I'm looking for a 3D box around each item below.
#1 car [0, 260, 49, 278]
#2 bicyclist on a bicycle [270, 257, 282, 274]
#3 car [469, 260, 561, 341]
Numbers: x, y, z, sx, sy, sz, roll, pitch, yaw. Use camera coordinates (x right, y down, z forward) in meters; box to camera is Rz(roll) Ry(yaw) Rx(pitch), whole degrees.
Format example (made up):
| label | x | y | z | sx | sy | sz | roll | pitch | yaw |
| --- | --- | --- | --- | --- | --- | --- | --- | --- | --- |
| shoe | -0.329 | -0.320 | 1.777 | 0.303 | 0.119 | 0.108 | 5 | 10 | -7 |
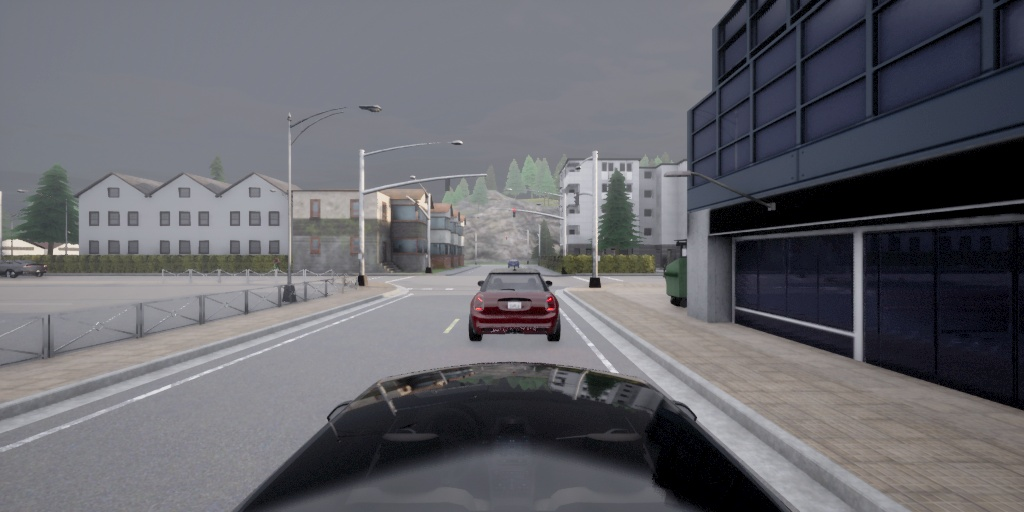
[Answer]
| label | x | y | z | sx | sy | sz | roll | pitch | yaw |
| --- | --- | --- | --- | --- | --- | --- | --- | --- | --- |
| car | -42.115 | 1.065 | 30.065 | 4.902 | 1.511 | 2.128 | 0 | 0 | 0 |
| bicyclist on a bicycle | -22.226 | 0.874 | 33.826 | 0.582 | 1.620 | 1.656 | 0 | 0 | 0 |
| car | 0.081 | 1.102 | 9.993 | 2.097 | 1.767 | 4.553 | 0 | 0 | 1 |
